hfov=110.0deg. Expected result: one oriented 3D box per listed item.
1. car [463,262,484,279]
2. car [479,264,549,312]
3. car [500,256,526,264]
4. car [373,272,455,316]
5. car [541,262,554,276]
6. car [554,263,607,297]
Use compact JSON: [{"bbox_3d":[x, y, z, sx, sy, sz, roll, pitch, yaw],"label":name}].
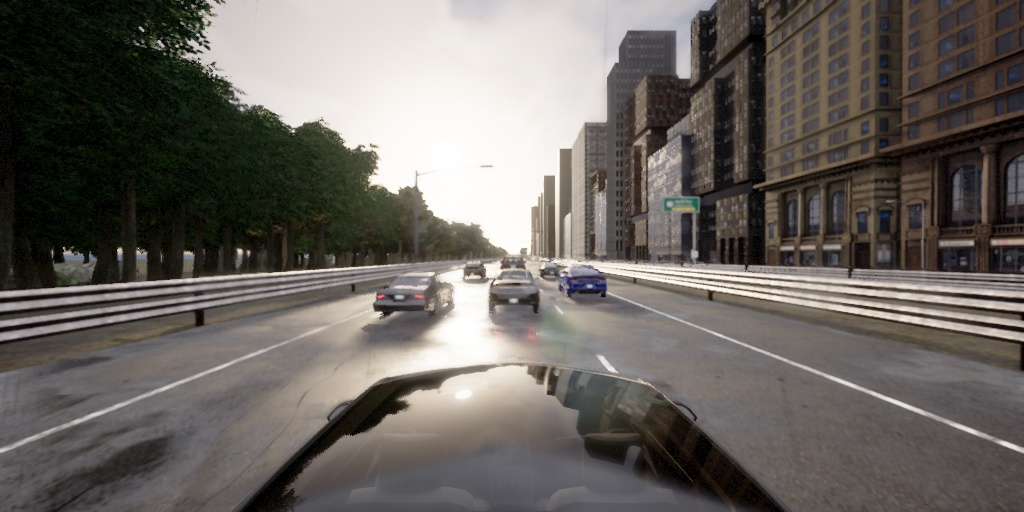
[{"bbox_3d":[-3.407,1.309,33.406,1.837,1.490,4.892,0,0,0],"label":"car"},{"bbox_3d":[0.074,1.260,14.242,2.128,1.511,4.902,0,0,0],"label":"car"},{"bbox_3d":[0.091,1.022,32.488,2.150,2.045,5.566,0,0,0],"label":"car"},{"bbox_3d":[-3.431,1.314,13.491,2.033,1.411,5.357,0,0,0],"label":"car"},{"bbox_3d":[3.596,1.331,34.342,1.812,1.442,4.674,0,0,0],"label":"car"},{"bbox_3d":[3.591,1.254,18.988,1.882,1.535,5.008,0,0,0],"label":"car"}]
